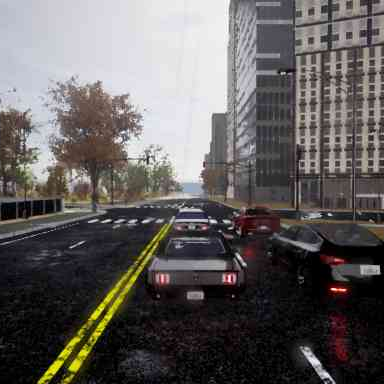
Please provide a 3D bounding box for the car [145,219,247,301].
[{"bbox_3d":[0.071,1.598,8.279,1.895,1.301,4.718,0,0,0],"label":"car"}]

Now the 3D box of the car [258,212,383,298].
[{"bbox_3d":[3.341,1.501,8.563,2.163,1.488,4.792,0,0,0],"label":"car"}]

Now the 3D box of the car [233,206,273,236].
[{"bbox_3d":[3.299,1.474,17.664,1.882,1.535,5.008,0,0,1],"label":"car"}]

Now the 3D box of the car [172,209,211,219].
[{"bbox_3d":[-0.015,1.544,16.519,2.033,1.411,5.357,0,0,0],"label":"car"}]
